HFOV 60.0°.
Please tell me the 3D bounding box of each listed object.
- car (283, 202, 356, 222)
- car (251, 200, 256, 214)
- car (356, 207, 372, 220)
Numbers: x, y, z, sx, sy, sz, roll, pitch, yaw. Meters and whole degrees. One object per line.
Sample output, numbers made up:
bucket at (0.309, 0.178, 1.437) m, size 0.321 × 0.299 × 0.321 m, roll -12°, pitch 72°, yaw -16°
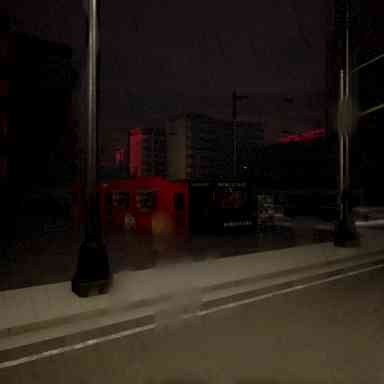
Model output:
car at (10.173, 1.657, 27.440) m, size 2.033 × 1.411 × 5.357 m, roll 0°, pitch -1°, yaw -38°
car at (6.902, 1.740, 37.990) m, size 1.837 × 1.490 × 4.892 m, roll 0°, pitch 0°, yaw -36°
car at (13.235, 1.634, 29.212) m, size 1.812 × 1.442 × 4.674 m, roll 0°, pitch -1°, yaw -36°
